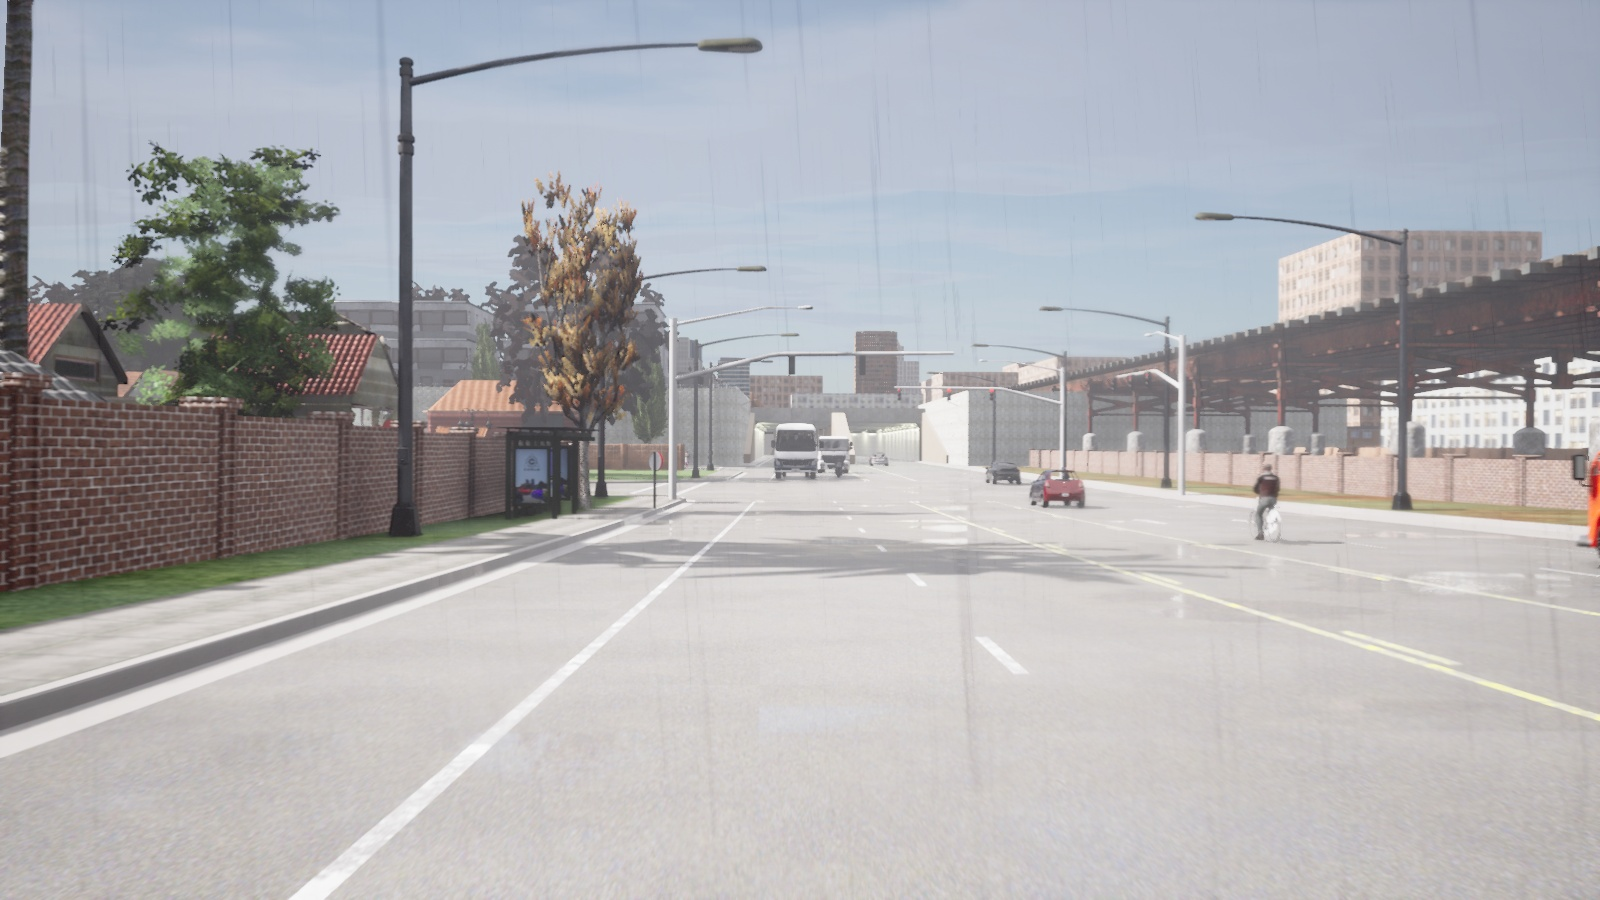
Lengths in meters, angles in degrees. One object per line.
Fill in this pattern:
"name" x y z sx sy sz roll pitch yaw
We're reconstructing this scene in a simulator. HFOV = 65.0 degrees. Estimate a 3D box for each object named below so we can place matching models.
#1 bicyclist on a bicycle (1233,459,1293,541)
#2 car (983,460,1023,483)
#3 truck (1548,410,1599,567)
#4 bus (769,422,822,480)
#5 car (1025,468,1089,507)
"bicyclist on a bicycle" 10.377 1.103 28.200 0.659 1.776 1.843 0 -1 0
"car" 13.640 1.432 84.650 1.837 1.490 4.892 0 0 0
"truck" 13.921 0.577 18.532 2.627 2.467 5.204 0 -1 0
"bus" -0.350 0.052 98.538 3.944 4.253 10.273 0 0 0
"car" 10.272 1.471 50.429 1.845 1.501 3.633 0 0 0
